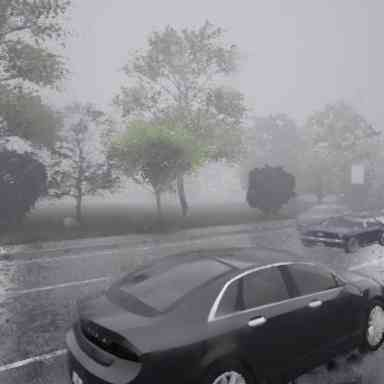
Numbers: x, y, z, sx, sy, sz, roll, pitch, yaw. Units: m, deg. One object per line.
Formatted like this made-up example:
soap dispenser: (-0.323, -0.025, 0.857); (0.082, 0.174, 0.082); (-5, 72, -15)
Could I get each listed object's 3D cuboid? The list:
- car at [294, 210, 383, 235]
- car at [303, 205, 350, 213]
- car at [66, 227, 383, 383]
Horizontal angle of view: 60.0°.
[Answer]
car: (6.403, 1.620, 13.649); (4.718, 1.301, 1.895); (0, 0, -40)
car: (7.920, 1.531, 19.584); (4.892, 1.490, 1.837); (0, 0, -42)
car: (0.882, 1.514, 4.548); (4.892, 1.490, 1.837); (0, 0, -36)
